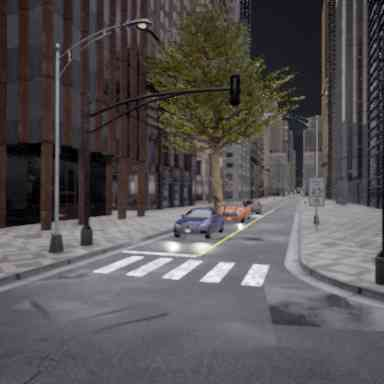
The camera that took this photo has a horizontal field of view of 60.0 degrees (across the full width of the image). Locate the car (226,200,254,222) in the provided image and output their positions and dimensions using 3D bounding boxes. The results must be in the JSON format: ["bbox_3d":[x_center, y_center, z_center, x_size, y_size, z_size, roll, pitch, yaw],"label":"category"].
[{"bbox_3d":[3.528,1.452,27.233,2.097,1.767,4.553,0,0,18],"label":"car"}]

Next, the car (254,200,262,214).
[{"bbox_3d":[6.742,1.651,37.074,1.837,1.490,4.892,0,0,18],"label":"car"}]

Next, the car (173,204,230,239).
[{"bbox_3d":[0.527,1.591,18.024,1.812,1.442,4.674,0,0,18],"label":"car"}]
